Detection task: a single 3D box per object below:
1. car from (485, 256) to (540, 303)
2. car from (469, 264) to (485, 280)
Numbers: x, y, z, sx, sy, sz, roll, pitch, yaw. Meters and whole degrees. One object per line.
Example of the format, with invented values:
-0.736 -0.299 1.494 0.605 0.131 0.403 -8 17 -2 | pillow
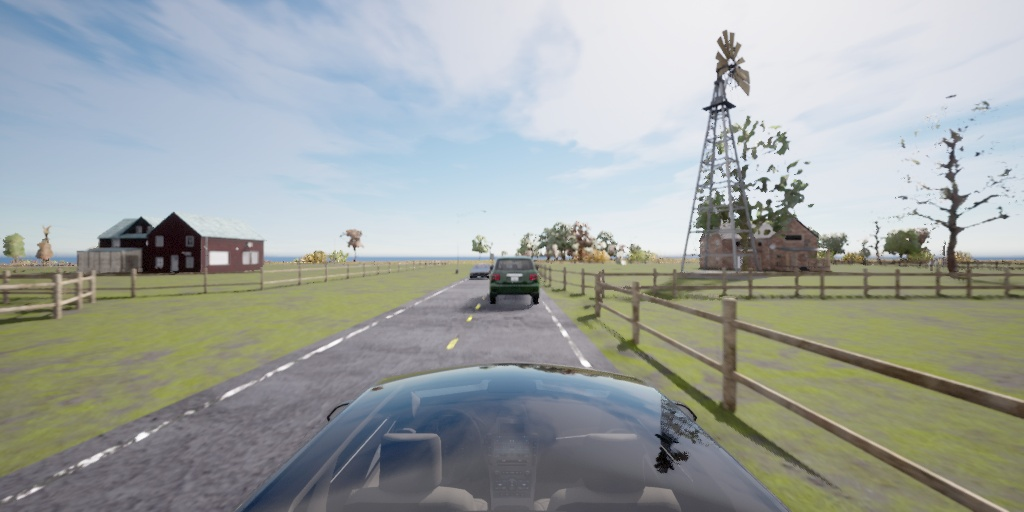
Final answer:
0.108 1.034 17.141 2.150 2.045 5.566 0 0 0 | car
-2.830 1.424 33.496 2.033 1.411 5.357 0 0 0 | car
